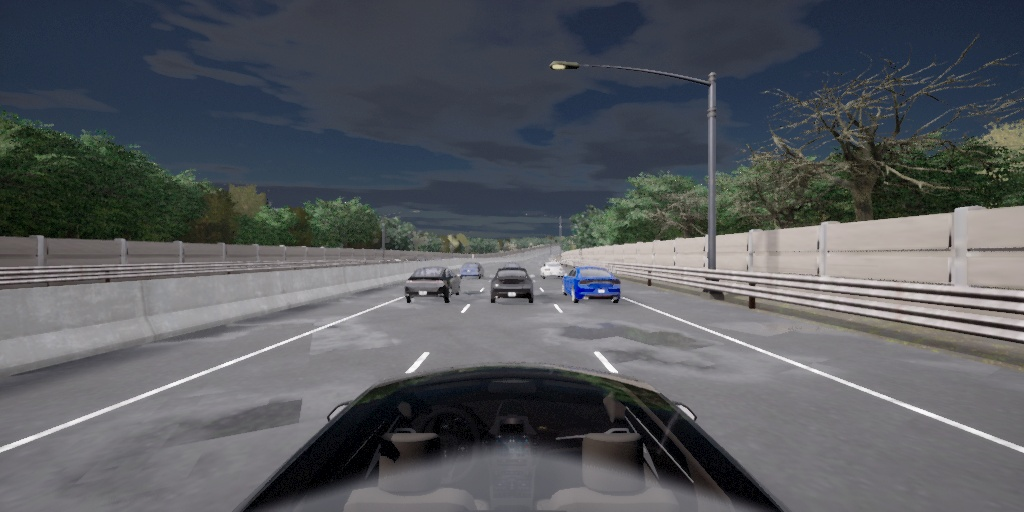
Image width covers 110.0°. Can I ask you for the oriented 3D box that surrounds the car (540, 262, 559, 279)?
[{"bbox_3d":[3.515,1.240,31.452,1.812,1.442,4.674,0,0,0],"label":"car"}]

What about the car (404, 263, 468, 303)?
[{"bbox_3d":[-3.499,1.233,16.506,2.128,1.511,4.902,0,0,0],"label":"car"}]

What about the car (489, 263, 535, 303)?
[{"bbox_3d":[0.001,1.254,16.507,1.837,1.490,4.892,0,0,0],"label":"car"}]

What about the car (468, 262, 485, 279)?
[{"bbox_3d":[-3.485,1.269,31.486,2.033,1.411,5.357,0,0,0],"label":"car"}]

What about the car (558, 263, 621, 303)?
[{"bbox_3d":[3.501,1.222,16.507,1.882,1.535,5.008,0,0,0],"label":"car"}]
